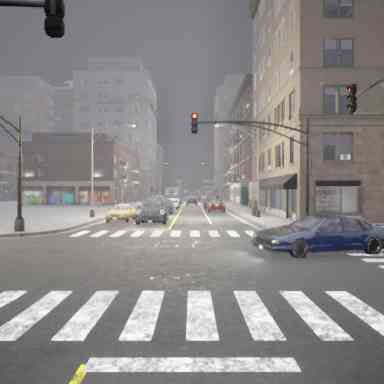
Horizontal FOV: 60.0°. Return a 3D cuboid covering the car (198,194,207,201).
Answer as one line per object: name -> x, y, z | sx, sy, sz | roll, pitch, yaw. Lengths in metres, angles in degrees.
car -> 2.604, 1.315, 82.409 | 2.192, 1.841, 5.009 | 0, 0, 0

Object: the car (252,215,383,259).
car -> 5.025, 1.572, 12.446 | 5.357, 1.411, 2.033 | 0, 0, -14

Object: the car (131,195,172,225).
car -> -2.812, 1.351, 24.110 | 2.097, 1.767, 4.553 | 0, 0, -1

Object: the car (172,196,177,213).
car -> -2.852, 1.503, 34.361 | 1.837, 1.490, 4.892 | 0, 0, 0

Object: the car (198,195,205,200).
car -> 2.599, 1.568, 93.733 | 1.947, 1.339, 4.313 | 0, 0, 0

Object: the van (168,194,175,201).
van -> -5.424, 1.342, 88.068 | 1.690, 1.788, 3.998 | 0, 0, 0

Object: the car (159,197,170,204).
car -> -5.414, 1.581, 65.421 | 1.802, 1.307, 4.206 | 0, 0, 0

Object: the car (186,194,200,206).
car -> -0.022, 1.503, 55.731 | 1.837, 1.490, 4.892 | 0, 0, 0

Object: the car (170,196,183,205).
car -> -2.776, 1.546, 59.791 | 2.033, 1.411, 5.357 | 0, 0, 0

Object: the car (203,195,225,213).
car -> 2.622, 1.438, 37.114 | 1.967, 1.590, 4.097 | 0, 0, 0

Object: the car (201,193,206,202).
car -> 2.620, 1.313, 42.776 | 2.192, 1.841, 5.009 | 0, 0, 0

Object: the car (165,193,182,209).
car -> -2.815, 1.220, 44.658 | 2.150, 2.045, 5.566 | 0, 0, 0

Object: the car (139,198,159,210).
car -> -5.405, 1.549, 42.773 | 2.008, 1.369, 4.403 | 0, 0, 0

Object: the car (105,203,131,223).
car -> -5.398, 1.524, 25.617 | 1.752, 1.417, 4.829 | 0, 0, 0

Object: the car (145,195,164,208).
car -> -5.408, 1.314, 48.435 | 2.192, 1.841, 5.009 | 0, 0, 0
